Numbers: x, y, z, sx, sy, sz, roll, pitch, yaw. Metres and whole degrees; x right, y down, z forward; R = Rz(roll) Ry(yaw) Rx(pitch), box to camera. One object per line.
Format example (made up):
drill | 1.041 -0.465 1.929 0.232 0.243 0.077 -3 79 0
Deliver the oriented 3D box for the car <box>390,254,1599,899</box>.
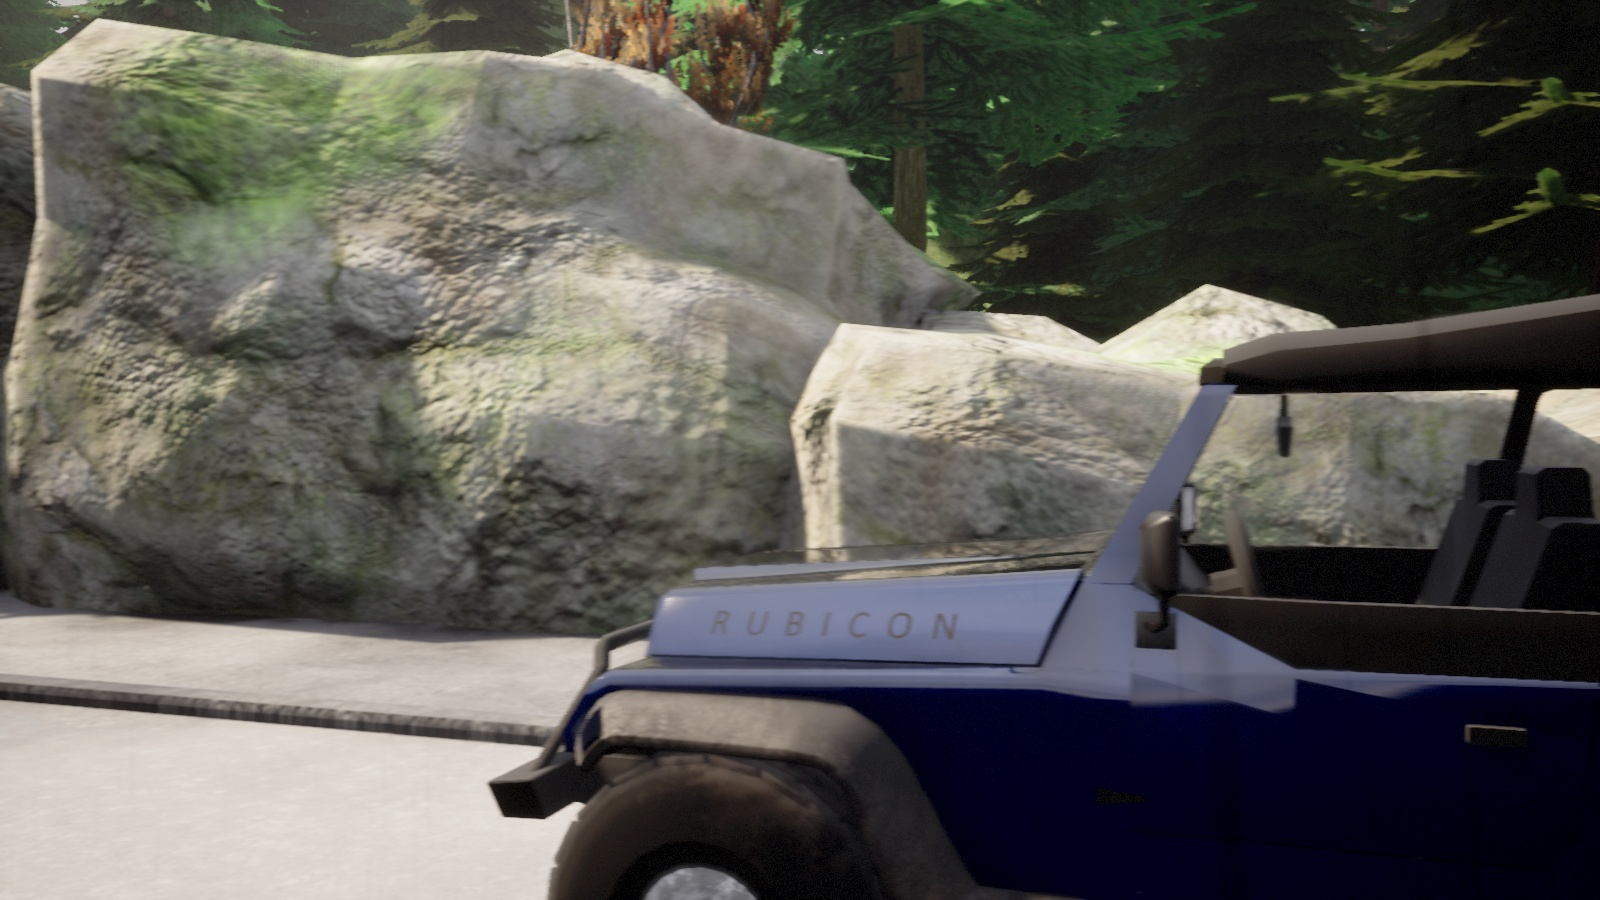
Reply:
car | 1.143 0.573 3.333 3.866 1.878 1.905 1 1 19
